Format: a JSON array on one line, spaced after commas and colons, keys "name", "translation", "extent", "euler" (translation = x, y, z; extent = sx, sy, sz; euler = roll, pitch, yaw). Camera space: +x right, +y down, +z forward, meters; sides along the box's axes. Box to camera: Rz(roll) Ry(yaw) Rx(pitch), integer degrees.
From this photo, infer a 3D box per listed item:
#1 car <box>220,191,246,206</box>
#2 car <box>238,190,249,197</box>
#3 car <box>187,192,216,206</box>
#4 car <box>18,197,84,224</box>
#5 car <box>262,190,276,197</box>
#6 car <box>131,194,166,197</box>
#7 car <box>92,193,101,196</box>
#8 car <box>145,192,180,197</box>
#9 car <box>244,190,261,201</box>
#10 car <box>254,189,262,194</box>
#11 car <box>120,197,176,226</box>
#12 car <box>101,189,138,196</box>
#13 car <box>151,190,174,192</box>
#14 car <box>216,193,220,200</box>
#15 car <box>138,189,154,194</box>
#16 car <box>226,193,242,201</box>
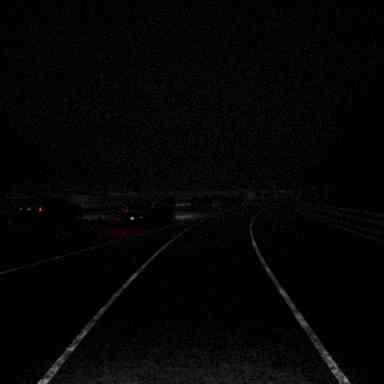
[{"name": "car", "translation": [5.793, 1.034, 46.454], "extent": [1.882, 1.535, 5.008], "euler": [1, 1, 19]}, {"name": "car", "translation": [14.525, 0.399, 93.304], "extent": [2.097, 1.767, 4.553], "euler": [1, 1, 19]}, {"name": "car", "translation": [1.312, 1.033, 44.191], "extent": [1.882, 1.535, 5.008], "euler": [1, 1, 19]}, {"name": "car", "translation": [-9.630, 1.111, 23.162], "extent": [2.097, 1.767, 4.553], "euler": [1, 1, 19]}, {"name": "car", "translation": [21.157, 0.618, 91.070], "extent": [1.837, 1.490, 4.892], "euler": [1, 1, 19]}, {"name": "car", "translation": [-4.256, 1.237, 28.025], "extent": [1.837, 1.490, 4.892], "euler": [1, 1, 19]}, {"name": "car", "translation": [-14.499, 0.893, 52.151], "extent": [2.033, 1.411, 5.357], "euler": [1, 1, 20]}, {"name": "car", "translation": [-3.464, 1.056, 41.073], "extent": [2.128, 1.511, 4.902], "euler": [1, 1, 19]}, {"name": "car", "translation": [11.353, 0.907, 62.601], "extent": [1.812, 1.442, 4.674], "euler": [1, 1, 19]}, {"name": "car", "translation": [17.863, 0.306, 92.242], "extent": [2.150, 2.045, 5.566], "euler": [1, 1, 19]}, {"name": "car", "translation": [-2.704, 1.315, 21.786], "extent": [2.128, 1.511, 4.902], "euler": [1, 1, 19]}, {"name": "car", "translation": [-11.066, 0.598, 51.390], "extent": [2.150, 2.045, 5.566], "euler": [1, 1, 20]}, {"name": "car", "translation": [-5.908, 0.815, 66.230], "extent": [1.895, 1.301, 4.718], "euler": [1, 1, 19]}, {"name": "car", "translation": [4.734, 0.832, 64.879], "extent": [1.812, 1.442, 4.674], "euler": [1, 1, 19]}, {"name": "car", "translation": [-9.342, 0.409, 66.993], "extent": [2.150, 2.045, 5.566], "euler": [1, 1, 19]}, {"name": "car", "translation": [8.043, 0.891, 63.738], "extent": [2.033, 1.411, 5.357], "euler": [1, 1, 19]}]
